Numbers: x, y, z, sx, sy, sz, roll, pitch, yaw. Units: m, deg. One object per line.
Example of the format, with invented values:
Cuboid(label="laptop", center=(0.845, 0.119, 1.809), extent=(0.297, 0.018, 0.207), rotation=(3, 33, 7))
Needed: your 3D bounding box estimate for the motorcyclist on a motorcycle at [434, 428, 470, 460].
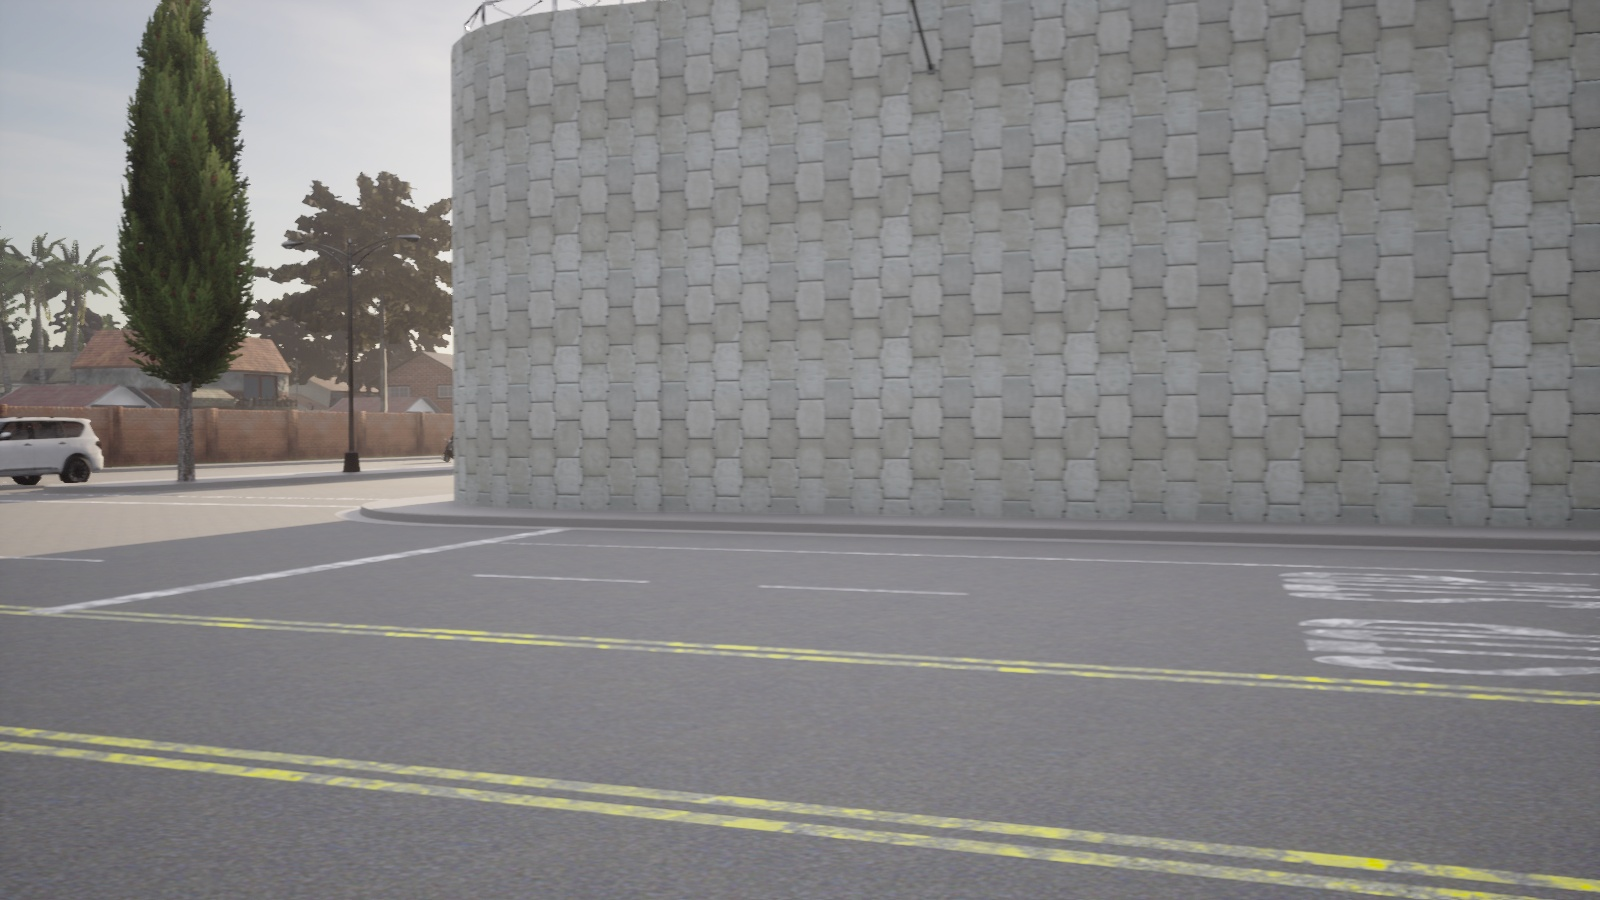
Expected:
Cuboid(label="motorcyclist on a motorcycle", center=(-17.466, -0.296, 63.054), extent=(0.866, 1.590, 1.817), rotation=(1, 1, 18))

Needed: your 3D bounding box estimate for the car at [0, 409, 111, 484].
Cuboid(label="car", center=(-22.715, -0.111, 35.655), extent=(2.150, 2.045, 5.566), rotation=(1, 1, 18))
